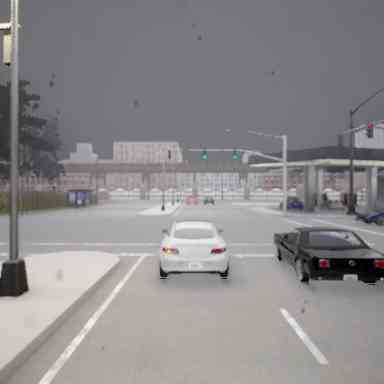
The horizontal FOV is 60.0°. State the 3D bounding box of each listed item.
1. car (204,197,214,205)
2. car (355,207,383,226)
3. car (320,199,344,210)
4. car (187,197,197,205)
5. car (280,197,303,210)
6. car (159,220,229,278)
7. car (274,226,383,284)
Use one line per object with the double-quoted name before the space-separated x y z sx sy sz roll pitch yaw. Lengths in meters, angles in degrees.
"car" 3.494 1.733 69.021 2.097 1.767 4.553 0 0 0
"car" 14.878 1.683 24.230 5.357 1.411 2.033 0 0 -1
"car" 18.951 1.708 45.140 1.970 1.475 3.806 0 0 0
"car" -0.006 1.733 69.021 2.097 1.767 4.553 0 0 0
"car" 13.206 1.544 44.378 2.242 1.667 4.611 0 0 0
"car" 0.029 1.583 10.200 1.812 1.442 4.674 0 0 -1
"car" 3.691 1.656 9.701 1.895 1.301 4.718 0 0 3
